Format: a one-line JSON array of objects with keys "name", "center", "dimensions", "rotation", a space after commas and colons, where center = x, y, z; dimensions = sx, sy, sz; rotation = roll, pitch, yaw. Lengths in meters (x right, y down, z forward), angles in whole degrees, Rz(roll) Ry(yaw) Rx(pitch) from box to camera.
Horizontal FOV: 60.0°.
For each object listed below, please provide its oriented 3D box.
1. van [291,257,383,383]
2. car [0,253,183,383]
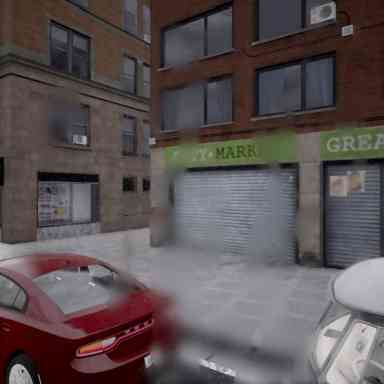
[{"name": "van", "center": [2.398, 1.341, 1.367], "dimensions": [3.998, 1.788, 1.690], "rotation": [0, 0, 35]}, {"name": "car", "center": [-2.211, 1.544, 4.653], "dimensions": [4.507, 1.381, 1.887], "rotation": [0, 0, 35]}]
